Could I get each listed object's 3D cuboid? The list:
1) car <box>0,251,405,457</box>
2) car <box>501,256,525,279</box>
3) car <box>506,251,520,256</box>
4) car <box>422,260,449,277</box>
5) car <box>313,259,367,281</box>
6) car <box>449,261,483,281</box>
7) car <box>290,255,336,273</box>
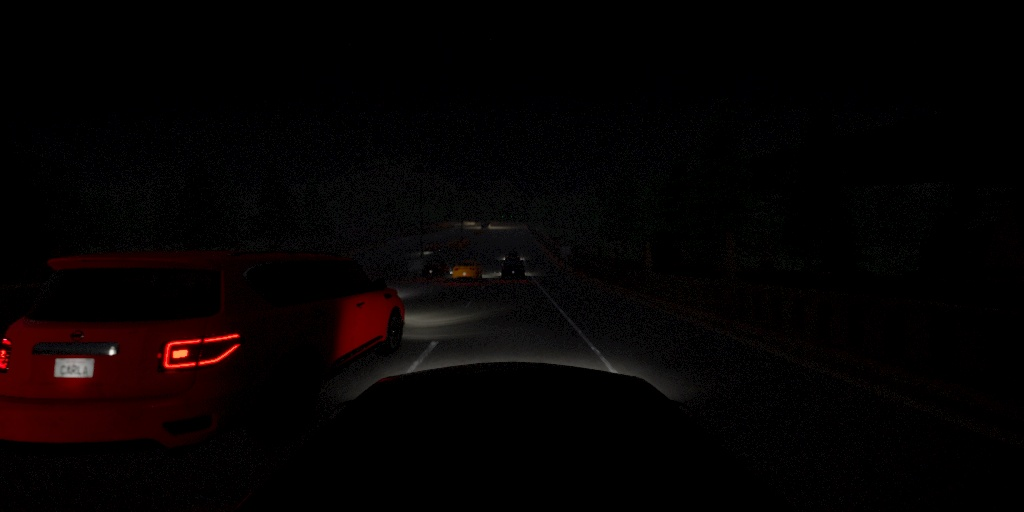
[{"bbox_3d":[-3.401,0.955,5.470,2.150,2.045,5.566,0,0,0],"label":"car"},{"bbox_3d":[0.096,1.063,30.469,1.882,1.535,5.008,0,1,0],"label":"car"},{"bbox_3d":[0.094,0.051,49.492,1.994,1.385,4.181,0,5,0],"label":"car"},{"bbox_3d":[-6.904,1.054,32.796,1.812,1.442,4.674,0,2,0],"label":"car"},{"bbox_3d":[-14.096,1.093,29.716,2.128,1.511,4.902,0,1,0],"label":"car"},{"bbox_3d":[-3.403,1.102,28.161,1.882,1.535,5.008,0,1,0],"label":"car"},{"bbox_3d":[-21.088,0.801,38.195,2.128,1.511,4.902,0,3,0],"label":"car"}]
